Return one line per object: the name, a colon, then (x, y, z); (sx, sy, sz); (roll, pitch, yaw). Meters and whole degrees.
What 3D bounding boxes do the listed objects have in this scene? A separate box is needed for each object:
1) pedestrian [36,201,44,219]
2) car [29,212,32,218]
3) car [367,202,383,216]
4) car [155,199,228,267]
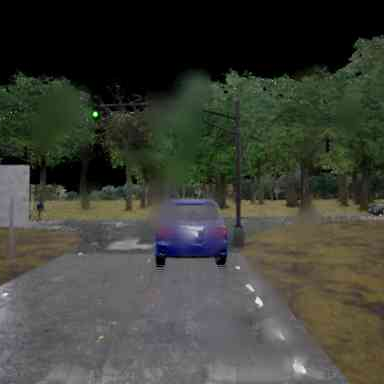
pedestrian: (-15.127, 1.791, 33.038); (0.375, 1.860, 0.375); (0, -1, 0)
car: (-16.828, 1.999, 29.257); (4.718, 1.301, 1.895); (-1, -2, 0)
car: (17.930, 1.315, 29.142); (4.892, 1.490, 1.837); (-1, -2, 0)
car: (-0.114, 1.254, 11.761); (2.150, 2.045, 5.566); (0, 0, -3)
